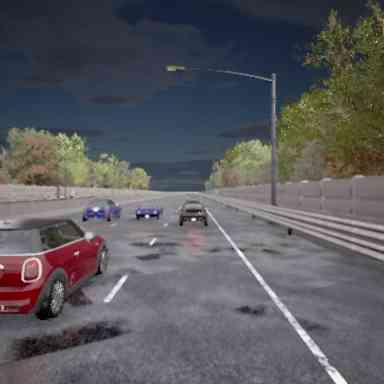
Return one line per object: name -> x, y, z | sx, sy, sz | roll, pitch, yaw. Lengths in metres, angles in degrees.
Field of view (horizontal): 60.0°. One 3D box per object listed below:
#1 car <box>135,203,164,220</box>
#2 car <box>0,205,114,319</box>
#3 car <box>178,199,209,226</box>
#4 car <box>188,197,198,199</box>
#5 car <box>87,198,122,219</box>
car -> -3.398, 1.560, 27.468 | 1.895, 1.301, 4.718 | 0, 0, 0
car -> -3.401, 1.339, 7.490 | 2.097, 1.767, 4.553 | 0, 0, 0
car -> 0.102, 1.470, 23.246 | 1.837, 1.490, 4.892 | 0, 0, 0
car -> 0.104, 1.447, 41.828 | 1.837, 1.490, 4.892 | 0, 0, 0
car -> -6.898, 1.313, 25.972 | 2.097, 1.767, 4.553 | 0, 0, 0
